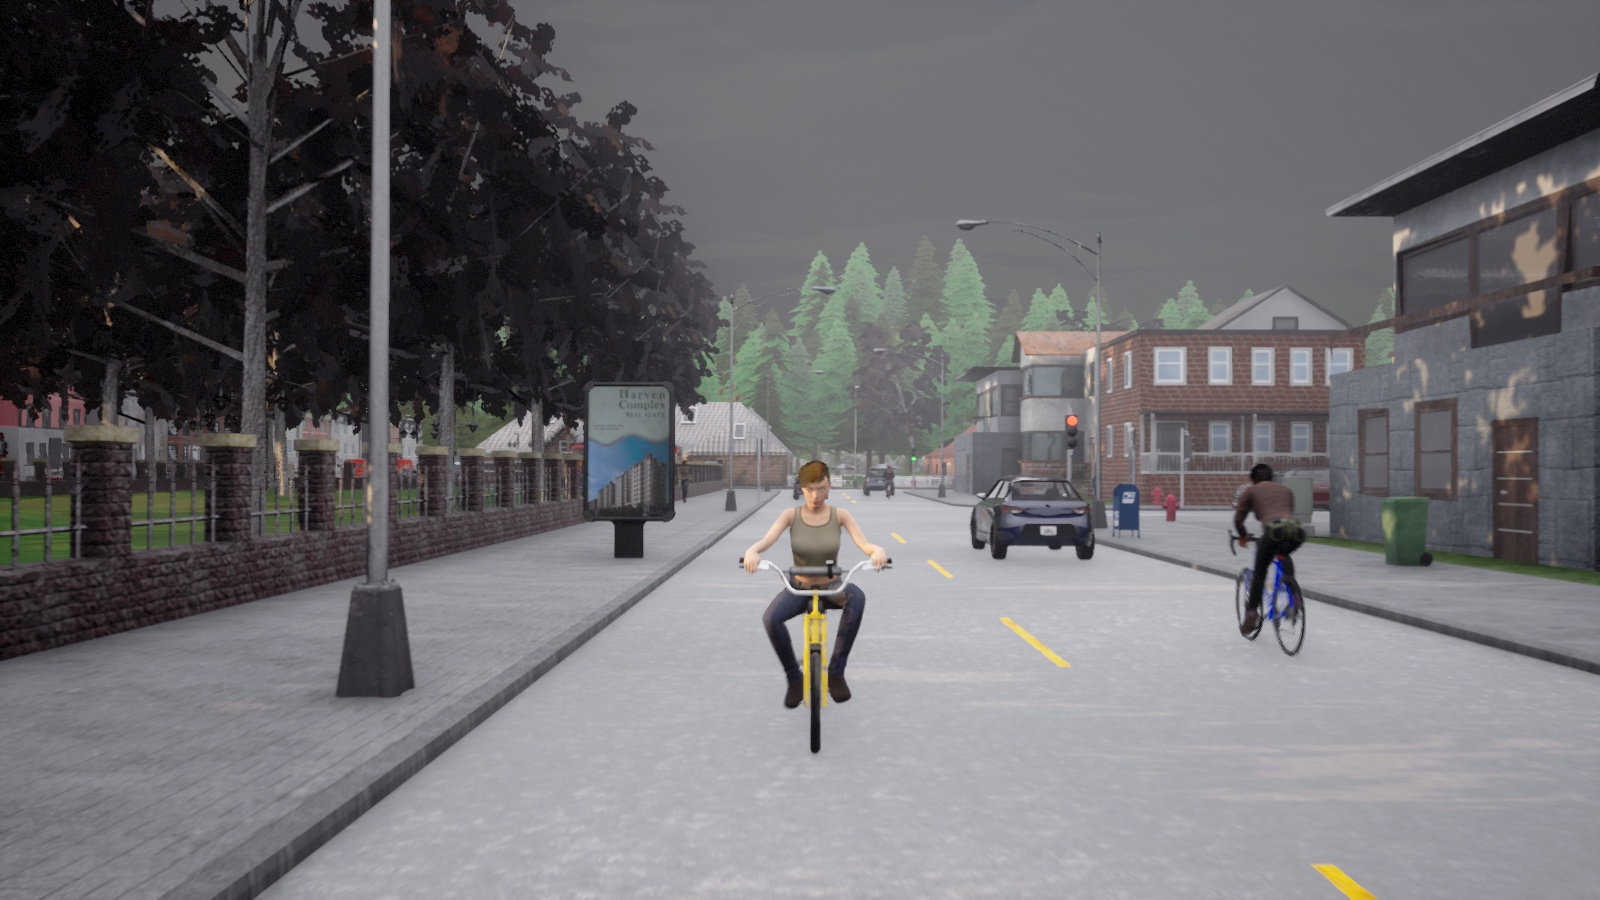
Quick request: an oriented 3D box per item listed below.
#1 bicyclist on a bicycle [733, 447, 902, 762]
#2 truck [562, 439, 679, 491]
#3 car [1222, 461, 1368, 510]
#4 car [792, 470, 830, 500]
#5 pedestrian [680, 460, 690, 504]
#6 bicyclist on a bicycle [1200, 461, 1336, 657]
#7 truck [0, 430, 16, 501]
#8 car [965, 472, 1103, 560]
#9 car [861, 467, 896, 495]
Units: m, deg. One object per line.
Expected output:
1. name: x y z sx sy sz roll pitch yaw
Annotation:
1. bicyclist on a bicycle: 0.093 0.853 7.235 0.866 1.612 1.509 0 -5 1
2. truck: -13.638 1.145 95.729 8.468 3.827 2.891 0 -1 1
3. car: 18.255 1.295 46.441 4.553 1.767 2.097 0 -1 1
4. car: 0.534 1.795 64.544 1.816 1.474 4.193 0 -1 -2
5. pedestrian: -4.801 1.328 52.284 0.328 1.805 0.869 0 -1 1
6. bicyclist on a bicycle: 4.128 0.916 11.197 0.582 1.620 1.656 0 -1 1
7. truck: -44.697 0.808 64.952 2.891 3.827 8.468 0 -1 1
8. car: 4.234 1.160 23.342 1.816 1.474 4.193 0 -1 1
9. car: 4.704 1.831 75.688 1.851 1.617 3.988 0 -1 0
